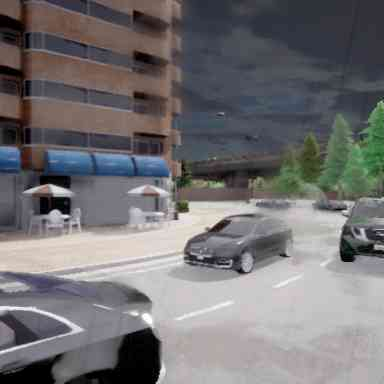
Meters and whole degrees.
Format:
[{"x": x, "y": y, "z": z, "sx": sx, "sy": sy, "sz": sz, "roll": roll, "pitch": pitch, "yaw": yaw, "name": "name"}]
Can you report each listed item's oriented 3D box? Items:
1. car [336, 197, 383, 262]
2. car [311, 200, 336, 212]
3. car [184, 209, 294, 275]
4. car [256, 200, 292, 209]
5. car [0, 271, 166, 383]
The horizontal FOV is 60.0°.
[{"x": 6.700, "y": 1.219, "z": 11.718, "sx": 2.150, "sy": 2.045, "sz": 5.566, "roll": 0, "pitch": 0, "yaw": 31, "name": "car"}, {"x": 15.756, "y": 1.555, "z": 38.293, "sx": 1.994, "sy": 1.385, "sz": 4.181, "roll": 0, "pitch": 0, "yaw": -19, "name": "car"}, {"x": 1.725, "y": 1.507, "z": 10.779, "sx": 1.837, "sy": 1.490, "sz": 4.892, "roll": 0, "pitch": 0, "yaw": 38, "name": "car"}, {"x": 10.261, "y": 1.598, "z": 42.100, "sx": 1.895, "sy": 1.301, "sz": 4.718, "roll": 0, "pitch": 0, "yaw": -29, "name": "car"}, {"x": -2.521, "y": 1.495, "z": 2.455, "sx": 4.902, "sy": 1.511, "sz": 2.128, "roll": 0, "pitch": 0, "yaw": -38, "name": "car"}]
